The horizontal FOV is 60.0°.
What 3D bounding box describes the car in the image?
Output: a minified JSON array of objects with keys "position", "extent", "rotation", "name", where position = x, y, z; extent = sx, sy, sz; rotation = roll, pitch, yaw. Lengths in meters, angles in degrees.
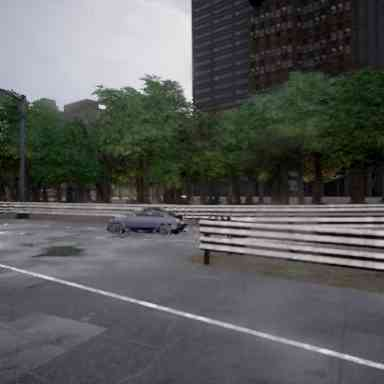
[{"position":[-2.410,1.581,17.825],"extent":[4.181,1.385,1.994],"rotation":[0,0,16],"name":"car"}]
